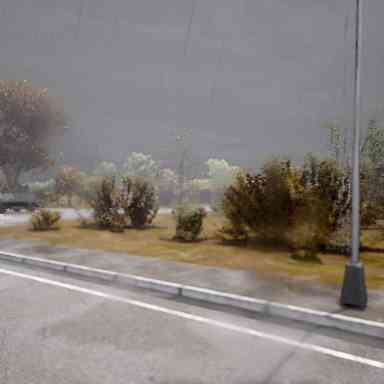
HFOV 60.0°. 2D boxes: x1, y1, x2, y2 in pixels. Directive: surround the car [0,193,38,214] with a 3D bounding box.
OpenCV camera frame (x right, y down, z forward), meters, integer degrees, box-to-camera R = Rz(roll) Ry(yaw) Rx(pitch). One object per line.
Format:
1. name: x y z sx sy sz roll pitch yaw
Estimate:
1. car: -18.008 1.069 33.101 2.150 2.045 5.566 1 -1 20
